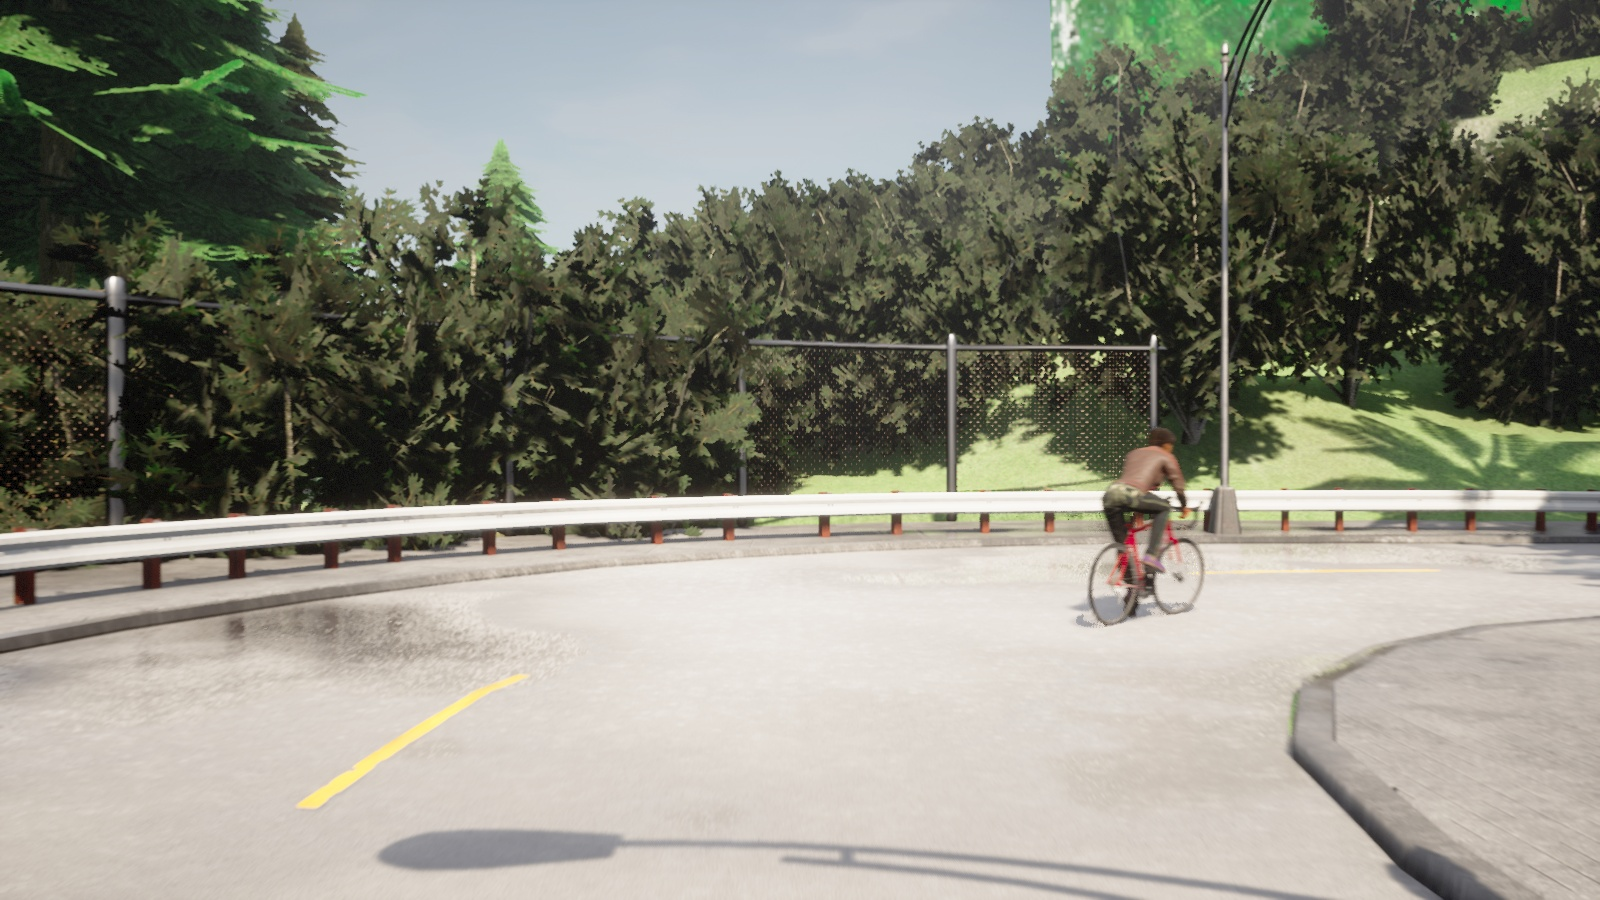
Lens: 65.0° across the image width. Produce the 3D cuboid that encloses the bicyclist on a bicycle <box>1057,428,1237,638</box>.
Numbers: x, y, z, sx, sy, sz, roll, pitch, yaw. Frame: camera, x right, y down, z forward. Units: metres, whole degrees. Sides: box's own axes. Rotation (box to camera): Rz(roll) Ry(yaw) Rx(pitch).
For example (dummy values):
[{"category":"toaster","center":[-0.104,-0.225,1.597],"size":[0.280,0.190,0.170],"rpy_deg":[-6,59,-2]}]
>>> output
[{"category":"bicyclist on a bicycle","center":[2.931,0.643,10.520],"size":[1.656,1.620,0.582],"rpy_deg":[0,2,-41]}]
